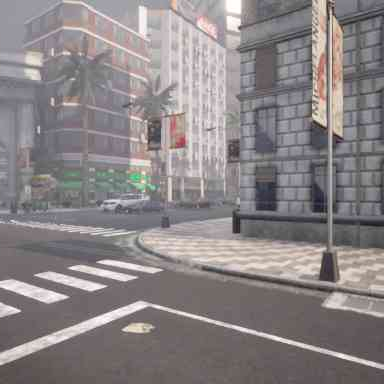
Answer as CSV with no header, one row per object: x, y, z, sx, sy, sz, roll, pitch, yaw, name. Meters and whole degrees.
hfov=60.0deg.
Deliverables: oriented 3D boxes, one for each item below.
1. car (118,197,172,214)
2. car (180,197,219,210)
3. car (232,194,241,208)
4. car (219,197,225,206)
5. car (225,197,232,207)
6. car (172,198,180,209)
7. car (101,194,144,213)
-4.957,1.547,35.605,2.033,1.411,5.357,0,0,36,car
1.013,1.478,43.578,1.882,1.535,5.008,0,0,38,car
8.491,1.221,47.046,2.150,2.045,5.566,0,0,42,car
4.995,1.491,53.551,4.902,1.511,2.128,0,0,-44,car
7.550,1.564,51.169,4.181,1.385,1.994,0,0,-43,car
-1.663,1.526,45.798,1.812,1.442,4.674,0,0,37,car
-7.670,1.221,37.800,2.150,2.045,5.566,0,0,36,car
